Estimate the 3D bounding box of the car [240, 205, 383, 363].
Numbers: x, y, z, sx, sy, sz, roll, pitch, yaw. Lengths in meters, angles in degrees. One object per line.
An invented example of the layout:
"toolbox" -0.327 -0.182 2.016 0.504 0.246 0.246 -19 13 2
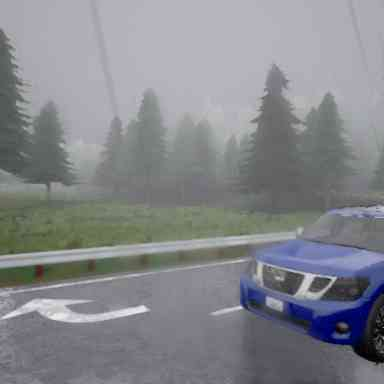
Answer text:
"car" 3.499 1.301 6.329 5.566 2.045 2.150 1 -1 -34
